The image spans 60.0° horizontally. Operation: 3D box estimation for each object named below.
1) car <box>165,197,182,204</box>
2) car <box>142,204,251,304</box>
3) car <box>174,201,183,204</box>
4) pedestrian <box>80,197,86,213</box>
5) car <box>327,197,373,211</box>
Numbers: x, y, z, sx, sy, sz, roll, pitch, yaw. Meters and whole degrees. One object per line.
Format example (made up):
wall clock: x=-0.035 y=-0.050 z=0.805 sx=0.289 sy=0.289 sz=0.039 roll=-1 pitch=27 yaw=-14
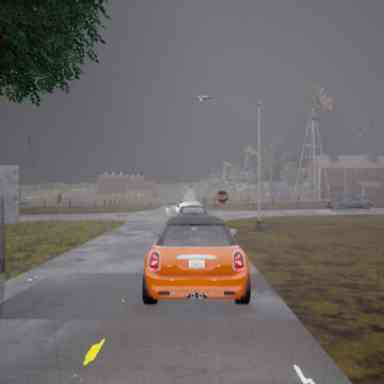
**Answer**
car: x=-2.899 y=1.558 z=50.673 sx=1.837 sy=1.490 sz=4.892 roll=0 pitch=0 yaw=0
car: x=0.085 y=1.339 z=8.245 sx=2.097 sy=1.767 sz=4.553 roll=0 pitch=0 yaw=0
car: x=0.027 y=1.488 z=18.227 sx=1.837 sy=1.490 sz=4.892 roll=0 pitch=0 yaw=-2
pedestrian: x=-12.200 y=1.439 z=37.211 sx=0.375 sy=1.860 sz=0.375 roll=0 pitch=2 yaw=0
car: x=16.123 y=1.189 z=34.075 sx=4.181 sy=1.385 sz=1.994 roll=-1 pitch=1 yaw=0
